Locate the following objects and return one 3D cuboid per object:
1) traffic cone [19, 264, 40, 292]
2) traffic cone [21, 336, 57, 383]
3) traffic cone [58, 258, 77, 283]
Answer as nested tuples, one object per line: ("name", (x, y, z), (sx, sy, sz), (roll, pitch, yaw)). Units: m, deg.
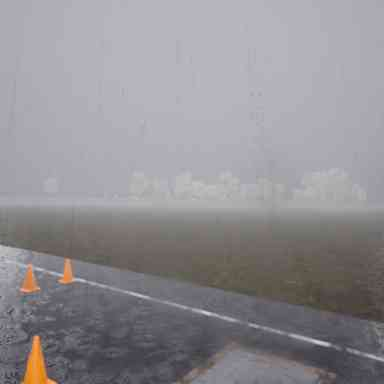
("traffic cone", (-3.848, 2.016, 7.887), (0.340, 0.580, 0.340), (0, -1, 37))
("traffic cone", (-1.828, 1.988, 3.898), (0.340, 0.580, 0.340), (0, -1, 37))
("traffic cone", (-3.252, 2.028, 8.690), (0.340, 0.580, 0.340), (0, -1, 37))
